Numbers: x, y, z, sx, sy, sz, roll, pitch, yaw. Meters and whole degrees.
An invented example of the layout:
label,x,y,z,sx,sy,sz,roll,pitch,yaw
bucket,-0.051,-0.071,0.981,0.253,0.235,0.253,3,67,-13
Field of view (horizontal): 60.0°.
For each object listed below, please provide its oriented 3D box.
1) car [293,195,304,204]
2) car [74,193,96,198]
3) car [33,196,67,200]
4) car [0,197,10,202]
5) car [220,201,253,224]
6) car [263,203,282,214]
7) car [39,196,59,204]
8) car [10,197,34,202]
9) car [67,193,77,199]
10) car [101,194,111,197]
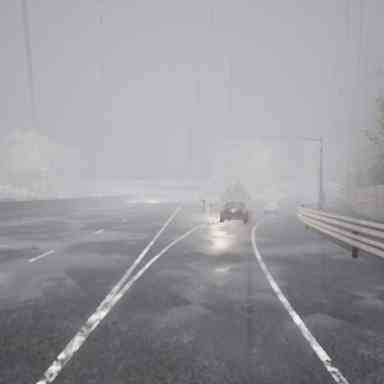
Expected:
label,x,y,z,sx,sy,sz,roll,pitch,yaw
car,22.763,1.921,71.662,1.895,1.301,4.718,0,3,20
car,-21.068,1.504,65.811,1.837,1.490,4.892,0,0,0
car,-21.098,1.539,49.812,2.033,1.411,5.357,0,0,1
car,-28.097,1.492,49.770,1.837,1.490,4.892,0,0,0
car,3.684,1.544,26.756,2.097,1.767,4.553,1,-2,17
car,10.692,2.152,44.121,1.812,1.442,4.674,0,-1,25
car,-28.068,1.500,65.635,1.837,1.490,4.892,0,0,0
car,-24.602,1.481,50.033,2.128,1.511,4.902,0,0,0
car,-24.569,1.526,65.809,1.812,1.442,4.674,0,0,0
car,-21.085,1.361,82.177,1.837,1.490,4.892,0,0,0
